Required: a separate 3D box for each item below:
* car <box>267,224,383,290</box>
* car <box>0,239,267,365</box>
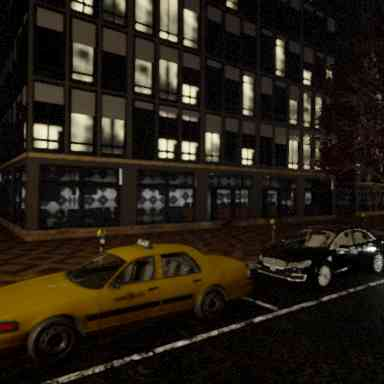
[{"bbox_3d":[3.713,1.606,9.203,4.403,1.369,2.008,0,0,-35],"label":"car"},{"bbox_3d":[-1.061,1.542,5.799,4.829,1.417,1.752,0,0,-35],"label":"car"}]
